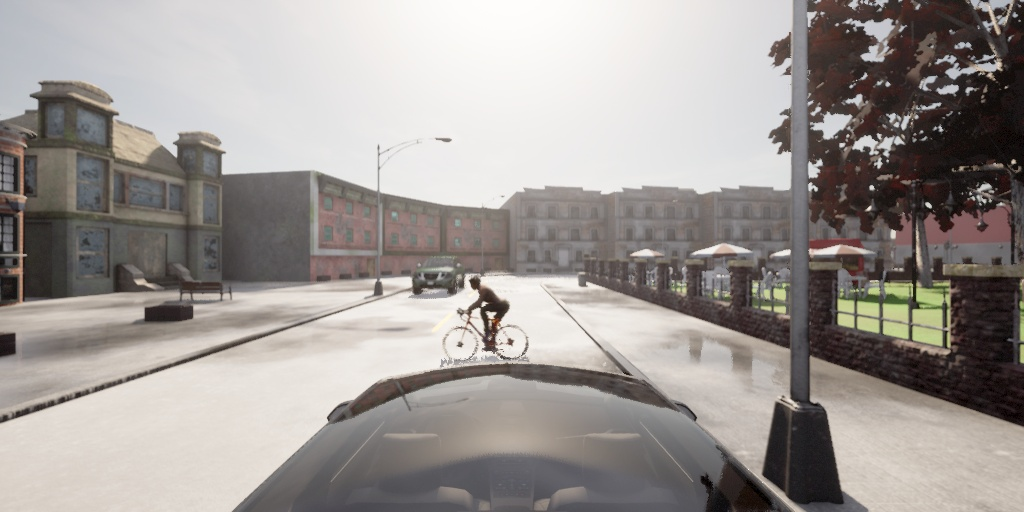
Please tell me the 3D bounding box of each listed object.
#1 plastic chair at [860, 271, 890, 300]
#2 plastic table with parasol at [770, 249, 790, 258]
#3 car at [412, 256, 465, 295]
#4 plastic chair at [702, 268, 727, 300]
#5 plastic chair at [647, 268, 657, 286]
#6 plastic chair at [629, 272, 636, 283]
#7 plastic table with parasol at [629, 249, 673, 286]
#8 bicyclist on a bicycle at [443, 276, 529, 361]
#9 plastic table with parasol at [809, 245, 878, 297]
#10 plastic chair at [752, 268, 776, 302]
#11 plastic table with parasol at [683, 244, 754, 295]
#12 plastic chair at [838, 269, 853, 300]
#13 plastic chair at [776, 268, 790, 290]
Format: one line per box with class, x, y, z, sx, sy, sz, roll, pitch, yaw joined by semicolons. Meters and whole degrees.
plastic chair;16.675;1.293;16.467;0.750;1.272;0.730;0;0;-38
plastic table with parasol;17.429;0.785;22.179;2.482;2.480;2.482;0;0;-40
car;-4.041;1.019;20.646;2.150;2.045;5.566;0;0;1
plastic chair;9.056;1.305;16.179;0.730;1.272;0.750;0;0;-40
plastic chair;9.322;1.390;23.272;0.750;1.272;0.730;0;0;5
plastic chair;7.990;1.395;24.690;0.730;1.272;0.750;0;0;0
plastic table with parasol;9.251;0.791;24.599;2.482;2.480;2.482;0;0;0
bicyclist on a bicycle;-0.521;1.208;6.850;1.656;1.620;0.582;-2;0;0
plastic table with parasol;15.973;0.712;17.361;2.482;2.480;2.482;0;0;-38
plastic chair;10.987;1.302;15.889;0.750;1.272;0.730;0;0;-32
plastic table with parasol;10.042;0.668;16.903;2.482;2.480;2.482;0;0;-38
plastic chair;15.137;1.332;16.629;0.730;1.272;0.750;0;0;-39
plastic chair;16.398;1.387;21.436;0.730;1.272;0.750;0;0;-40
